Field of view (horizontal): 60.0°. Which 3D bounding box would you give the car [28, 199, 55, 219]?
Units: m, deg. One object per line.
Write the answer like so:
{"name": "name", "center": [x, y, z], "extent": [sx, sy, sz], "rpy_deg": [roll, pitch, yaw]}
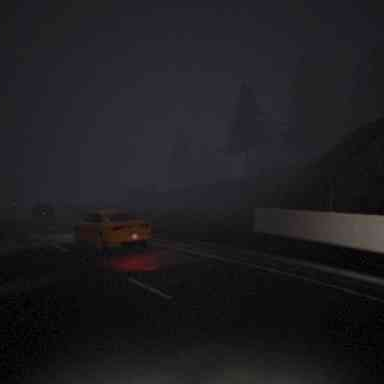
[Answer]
{"name": "car", "center": [-14.083, 1.699, 31.559], "extent": [2.128, 1.511, 4.902], "rpy_deg": [-1, 0, -25]}

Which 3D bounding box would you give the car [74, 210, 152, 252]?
{"name": "car", "center": [-3.556, 1.514, 14.298], "extent": [1.882, 1.535, 5.008], "rpy_deg": [-1, 0, -36]}

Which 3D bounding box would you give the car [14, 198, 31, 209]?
{"name": "car", "center": [-28.290, 1.986, 54.920], "extent": [2.033, 1.411, 5.357], "rpy_deg": [-1, 0, -24]}
